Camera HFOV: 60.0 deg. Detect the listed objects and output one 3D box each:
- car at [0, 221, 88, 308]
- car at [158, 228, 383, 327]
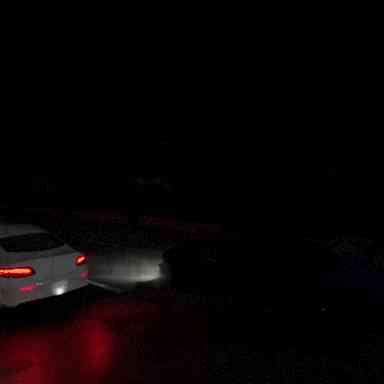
[{"bbox_3d":[-4.087,1.343,6.940,4.674,1.442,1.812,2,1,36],"label":"car"},{"bbox_3d":[1.831,1.502,6.994,5.357,1.411,2.033,2,1,36],"label":"car"}]
